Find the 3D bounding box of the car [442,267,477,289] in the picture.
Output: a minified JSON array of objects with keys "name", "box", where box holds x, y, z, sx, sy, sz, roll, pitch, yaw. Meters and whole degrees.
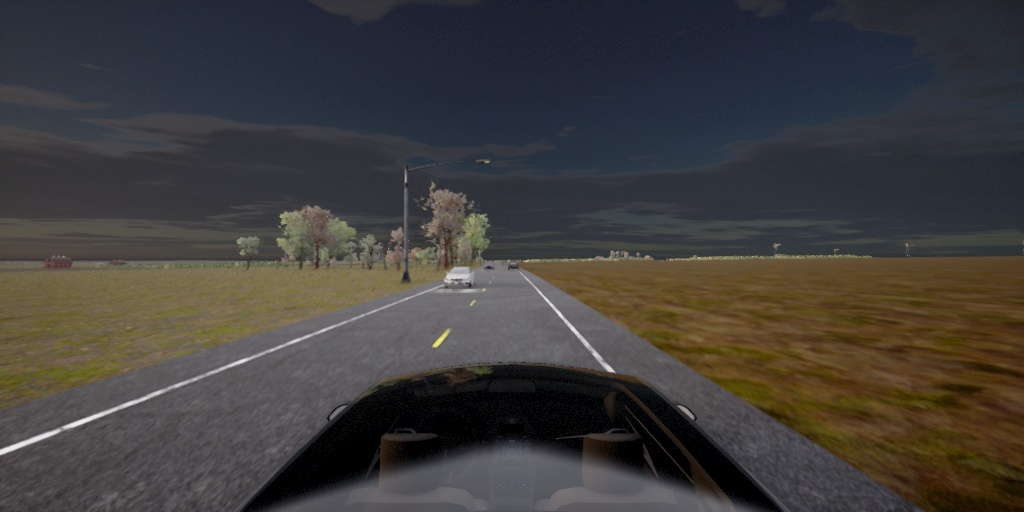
[{"name":"car","box":[-3.704,1.521,26.054,1.812,1.442,4.674,0,-1,0]}]
